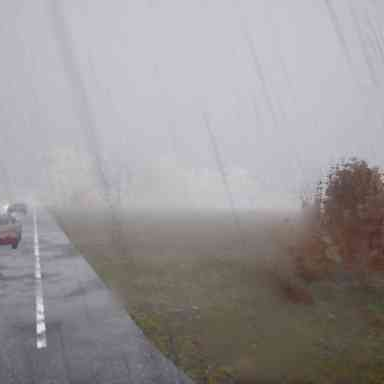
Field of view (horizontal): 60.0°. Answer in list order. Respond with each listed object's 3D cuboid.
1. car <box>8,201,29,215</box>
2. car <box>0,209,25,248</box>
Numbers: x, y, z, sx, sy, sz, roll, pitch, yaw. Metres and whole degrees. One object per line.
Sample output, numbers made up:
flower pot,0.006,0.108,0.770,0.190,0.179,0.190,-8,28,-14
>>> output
car,-19.828,1.759,37.886,2.128,1.511,4.902,1,-1,-25
car,-8.821,1.663,14.970,1.994,1.385,4.181,1,-1,-26
